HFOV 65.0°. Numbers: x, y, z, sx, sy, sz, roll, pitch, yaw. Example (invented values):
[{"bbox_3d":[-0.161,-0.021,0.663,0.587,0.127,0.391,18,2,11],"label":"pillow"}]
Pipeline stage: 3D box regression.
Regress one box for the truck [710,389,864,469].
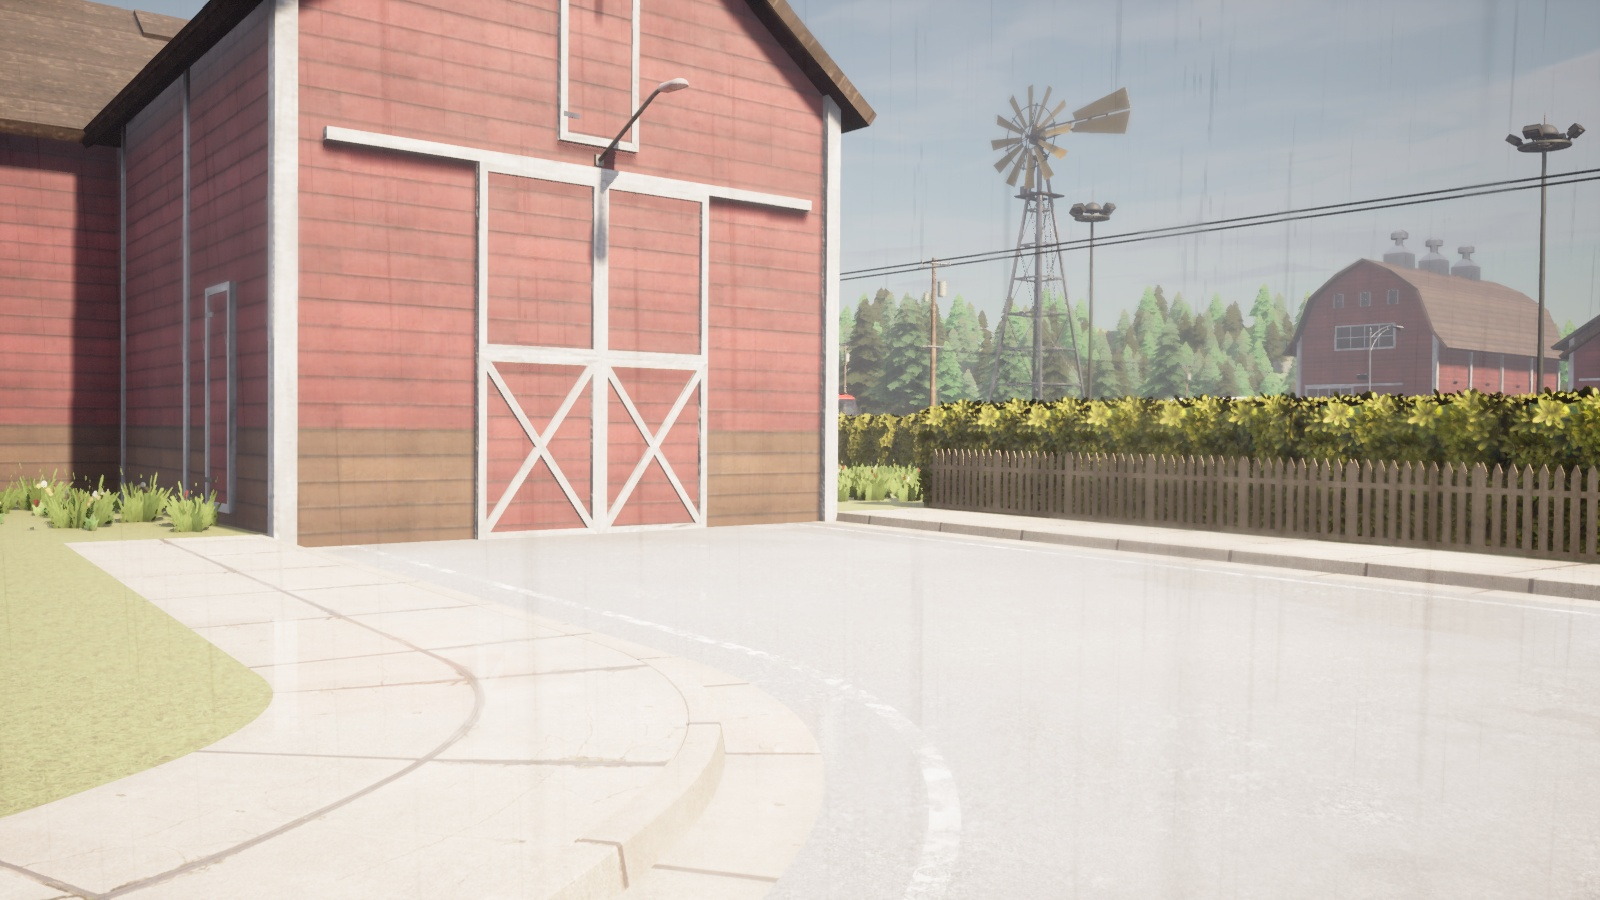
[{"bbox_3d":[-0.742,-0.940,58.422,2.891,3.462,7.936,-2,1,-38],"label":"truck"}]
